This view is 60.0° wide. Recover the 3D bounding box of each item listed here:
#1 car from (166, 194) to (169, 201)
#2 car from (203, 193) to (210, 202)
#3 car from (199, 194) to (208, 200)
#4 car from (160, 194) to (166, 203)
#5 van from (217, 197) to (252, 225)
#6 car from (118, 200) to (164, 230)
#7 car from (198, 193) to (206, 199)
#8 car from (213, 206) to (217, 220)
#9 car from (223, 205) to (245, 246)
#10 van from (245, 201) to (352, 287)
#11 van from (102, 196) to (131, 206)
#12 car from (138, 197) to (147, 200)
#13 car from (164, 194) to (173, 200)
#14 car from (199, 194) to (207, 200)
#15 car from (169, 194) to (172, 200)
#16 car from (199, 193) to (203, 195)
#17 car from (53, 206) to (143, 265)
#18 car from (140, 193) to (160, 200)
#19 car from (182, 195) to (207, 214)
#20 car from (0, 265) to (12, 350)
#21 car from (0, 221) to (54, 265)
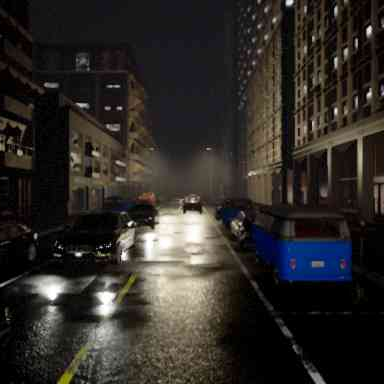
[{"bbox_3d":[-5.748,1.278,59.767,2.008,1.369,4.403,0,0,0],"label":"car"},{"bbox_3d":[2.626,1.284,65.424,1.802,1.307,4.206,0,0,0],"label":"car"},{"bbox_3d":[2.616,1.224,76.720,1.947,1.339,4.313,0,0,0],"label":"car"},{"bbox_3d":[-5.742,1.317,54.119,1.947,1.339,4.313,0,0,0],"label":"car"},{"bbox_3d":[2.672,1.242,20.235,1.690,1.788,3.998,0,0,0],"label":"van"},{"bbox_3d":[-3.020,1.427,20.510,1.812,1.442,4.674,0,0,0],"label":"car"},{"bbox_3d":[2.604,1.057,88.017,1.967,1.590,4.097,0,0,0],"label":"car"},{"bbox_3d":[2.665,1.440,25.884,1.947,1.339,4.313,0,0,0],"label":"car"},{"bbox_3d":[2.677,1.478,14.587,2.008,1.369,4.403,0,0,0],"label":"car"},{"bbox_3d":[2.682,1.296,8.937,1.690,1.788,3.998,0,0,0],"label":"van"},{"bbox_3d":[-5.715,1.218,25.875,1.690,1.788,3.998,0,0,0],"label":"van"},{"bbox_3d":[-5.720,1.433,31.525,1.802,1.307,4.206,0,0,0],"label":"car"},{"bbox_3d":[-5.770,1.184,82.362,1.887,1.381,4.507,0,0,0],"label":"car"},{"bbox_3d":[2.609,1.219,82.370,1.802,1.307,4.206,0,0,0],"label":"car"},{"bbox_3d":[-5.759,1.208,70.894,1.752,1.417,4.829,0,0,0],"label":"car"},{"bbox_3d":[0.053,1.134,46.488,2.097,1.767,4.553,0,0,0],"label":"car"},{"bbox_3d":[-3.104,1.449,11.529,1.837,1.490,4.892,0,0,0],"label":"car"},{"bbox_3d":[-5.732,1.115,42.821,2.192,1.841,5.009,0,0,0],"label":"car"},{"bbox_3d":[0.067,1.334,33.141,2.128,1.511,4.902,0,0,0],"label":"car"},{"bbox_3d":[-3.100,1.592,1.768,1.895,1.301,4.718,0,0,0],"label":"car"},{"bbox_3d":[-5.698,1.508,8.931,2.008,1.369,4.403,0,0,0],"label":"car"}]
